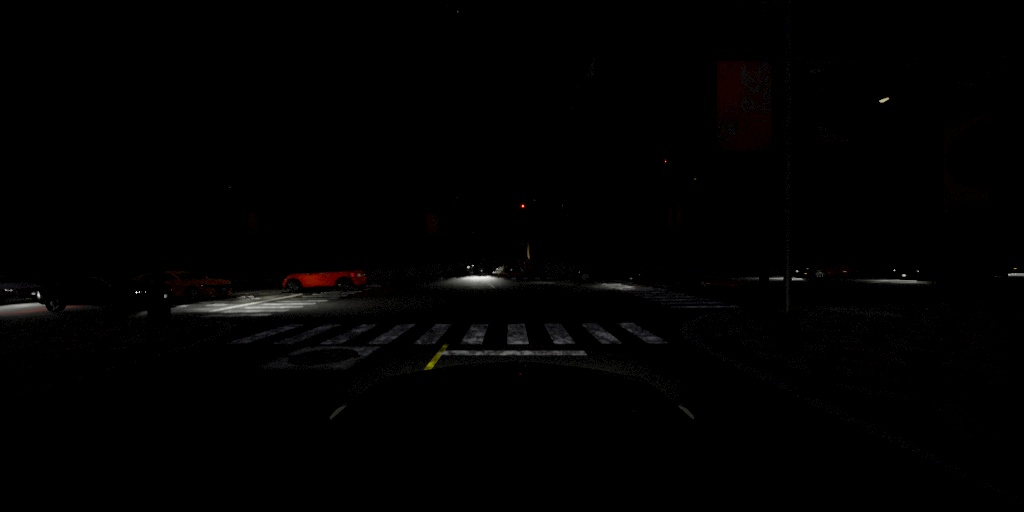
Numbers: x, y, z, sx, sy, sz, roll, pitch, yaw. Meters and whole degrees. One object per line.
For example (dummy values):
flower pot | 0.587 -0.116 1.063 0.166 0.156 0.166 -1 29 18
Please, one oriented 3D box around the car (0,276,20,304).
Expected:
car | -27.623 1.759 18.932 4.674 1.442 1.812 -1 0 0

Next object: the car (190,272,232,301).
car | -17.649 1.524 18.950 5.008 1.535 1.882 -1 0 2

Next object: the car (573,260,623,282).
car | 6.991 1.071 26.297 5.008 1.535 1.882 -1 1 8

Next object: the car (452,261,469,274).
car | -5.792 1.296 41.127 2.007 1.370 4.403 0 0 0

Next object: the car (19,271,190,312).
car | -17.626 1.543 15.706 4.902 1.511 2.128 -1 0 2

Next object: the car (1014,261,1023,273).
car | 39.069 0.592 25.717 4.181 1.385 1.994 -1 0 0

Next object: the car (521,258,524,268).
car | 2.680 1.291 52.053 1.888 1.381 4.507 0 0 0

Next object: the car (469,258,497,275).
car | -3.117 1.237 39.094 2.128 1.511 4.902 0 0 0

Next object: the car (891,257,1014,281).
car | 27.215 0.783 22.466 5.357 1.411 2.033 -1 0 0

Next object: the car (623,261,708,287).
car | 9.660 1.071 22.223 4.674 1.442 1.812 -1 0 -3

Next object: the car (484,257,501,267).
car | -3.201 1.274 58.891 1.812 1.442 4.674 0 0 0

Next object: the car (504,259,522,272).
car | 0.004 1.346 45.734 1.895 1.301 4.718 0 0 0

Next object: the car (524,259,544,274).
car | 2.733 1.296 41.165 2.007 1.370 4.403 0 0 0

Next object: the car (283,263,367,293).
car | -11.653 1.268 22.400 4.553 1.767 2.097 -2 0 0

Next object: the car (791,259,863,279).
car | 22.438 0.876 25.711 4.181 1.385 1.994 -1 0 0

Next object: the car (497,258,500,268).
car | -3.164 1.293 48.953 2.033 1.411 5.357 0 0 0
